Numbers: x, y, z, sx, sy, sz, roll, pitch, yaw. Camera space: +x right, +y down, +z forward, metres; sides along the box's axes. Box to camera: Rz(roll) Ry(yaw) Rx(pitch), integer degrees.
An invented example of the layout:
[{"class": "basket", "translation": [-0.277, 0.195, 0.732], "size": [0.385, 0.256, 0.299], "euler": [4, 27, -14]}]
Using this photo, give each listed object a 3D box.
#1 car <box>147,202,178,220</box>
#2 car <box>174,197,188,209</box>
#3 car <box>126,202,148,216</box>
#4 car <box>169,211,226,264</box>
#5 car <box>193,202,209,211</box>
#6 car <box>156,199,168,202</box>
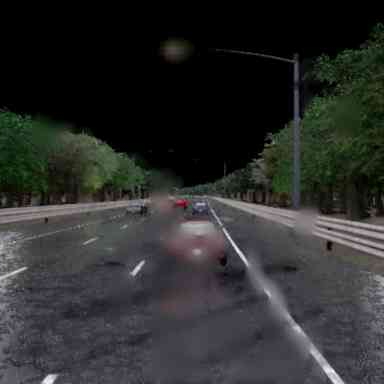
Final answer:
[{"class": "car", "translation": [-2.728, 1.944, 31.784], "size": [1.895, 1.301, 4.718], "euler": [0, -1, 2]}, {"class": "car", "translation": [-1.926, 1.798, 56.432], "size": [2.150, 2.045, 5.566], "euler": [0, -1, 2]}, {"class": "car", "translation": [-6.054, 1.886, 37.107], "size": [2.128, 1.511, 4.902], "euler": [0, -1, 2]}, {"class": "car", "translation": [0.219, 1.662, 12.215], "size": [1.812, 1.442, 4.674], "euler": [0, 0, 1]}, {"class": "car", "translation": [1.093, 1.964, 41.484], "size": [1.812, 1.442, 4.674], "euler": [0, 0, 2]}, {"class": "car", "translation": [-5.283, 1.957, 58.887], "size": [2.097, 1.767, 4.553], "euler": [0, 0, -2]}]
